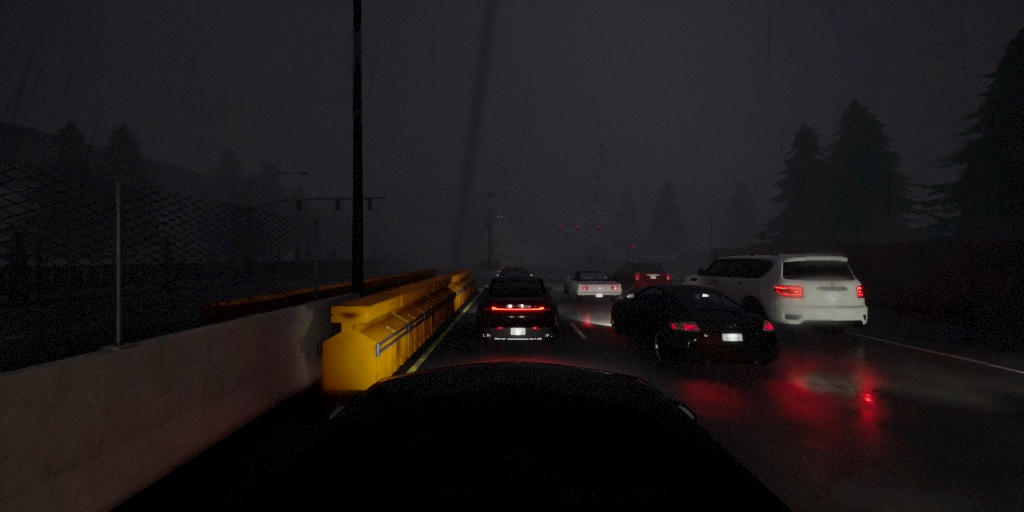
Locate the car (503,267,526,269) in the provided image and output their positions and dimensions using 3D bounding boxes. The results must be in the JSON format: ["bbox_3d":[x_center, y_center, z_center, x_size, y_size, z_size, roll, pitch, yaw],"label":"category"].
[{"bbox_3d":[0.137,1.297,19.080,2.033,1.411,5.357,0,0,0],"label":"car"}]

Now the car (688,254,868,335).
[{"bbox_3d":[7.121,0.971,10.635,2.150,2.045,5.566,0,0,0],"label":"car"}]

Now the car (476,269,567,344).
[{"bbox_3d":[0.118,1.255,9.563,1.837,1.490,4.892,0,0,0],"label":"car"}]

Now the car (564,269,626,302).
[{"bbox_3d":[3.635,1.351,17.116,1.895,1.301,4.718,0,0,0],"label":"car"}]

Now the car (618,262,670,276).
[{"bbox_3d":[7.142,1.102,20.221,2.097,1.767,4.553,0,0,0],"label":"car"}]

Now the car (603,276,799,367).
[{"bbox_3d":[3.622,1.314,7.934,1.994,1.385,4.181,0,0,-1],"label":"car"}]
